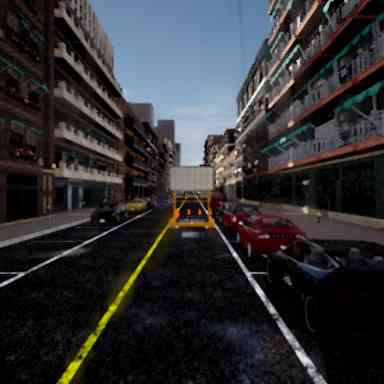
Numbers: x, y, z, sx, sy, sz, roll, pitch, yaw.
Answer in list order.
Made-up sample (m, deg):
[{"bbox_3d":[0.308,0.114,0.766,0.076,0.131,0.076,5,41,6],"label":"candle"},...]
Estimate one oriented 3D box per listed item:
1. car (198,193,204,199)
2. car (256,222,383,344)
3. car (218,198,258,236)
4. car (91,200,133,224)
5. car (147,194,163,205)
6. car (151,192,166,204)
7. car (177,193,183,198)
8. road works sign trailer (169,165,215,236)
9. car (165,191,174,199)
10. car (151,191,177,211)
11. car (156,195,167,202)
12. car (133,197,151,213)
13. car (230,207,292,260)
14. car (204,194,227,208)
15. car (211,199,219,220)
[{"bbox_3d":[2.656,0.996,85.430,1.752,1.417,4.829,0,0,0],"label":"car"},{"bbox_3d":[2.688,1.528,6.352,1.947,1.339,4.313,0,0,0],"label":"car"},{"bbox_3d":[2.684,1.336,17.625,1.967,1.590,4.097,0,0,0],"label":"car"},{"bbox_3d":[-5.699,1.427,23.260,1.947,1.339,4.313,0,0,0],"label":"car"},{"bbox_3d":[-5.711,1.127,51.443,1.967,1.590,4.097,0,0,0],"label":"car"},{"bbox_3d":[-5.712,0.966,57.078,2.192,1.841,5.009,0,0,0],"label":"car"},{"bbox_3d":[-3.033,0.957,77.943,1.812,1.442,4.674,0,0,0],"label":"car"},{"bbox_3d":[-0.007,0.359,17.750,2.380,3.560,2.880,0,0,0],"label":"road works sign trailer"},{"bbox_3d":[-5.724,0.786,85.259,2.192,1.841,5.009,0,0,0],"label":"car"},{"bbox_3d":[-3.111,1.130,36.878,2.097,1.767,4.553,0,0,0],"label":"car"},{"bbox_3d":[-5.716,1.197,62.716,1.802,1.307,4.206,0,0,0],"label":"car"},{"bbox_3d":[-5.704,1.319,34.363,1.752,1.417,4.829,0,0,0],"label":"car"},{"bbox_3d":[2.687,1.474,11.988,1.887,1.381,4.507,0,0,0],"label":"car"},{"bbox_3d":[2.678,1.107,34.532,2.192,1.841,5.009,0,0,0],"label":"car"},{"bbox_3d":[2.682,1.412,23.261,2.008,1.369,4.403,0,0,0],"label":"car"}]
